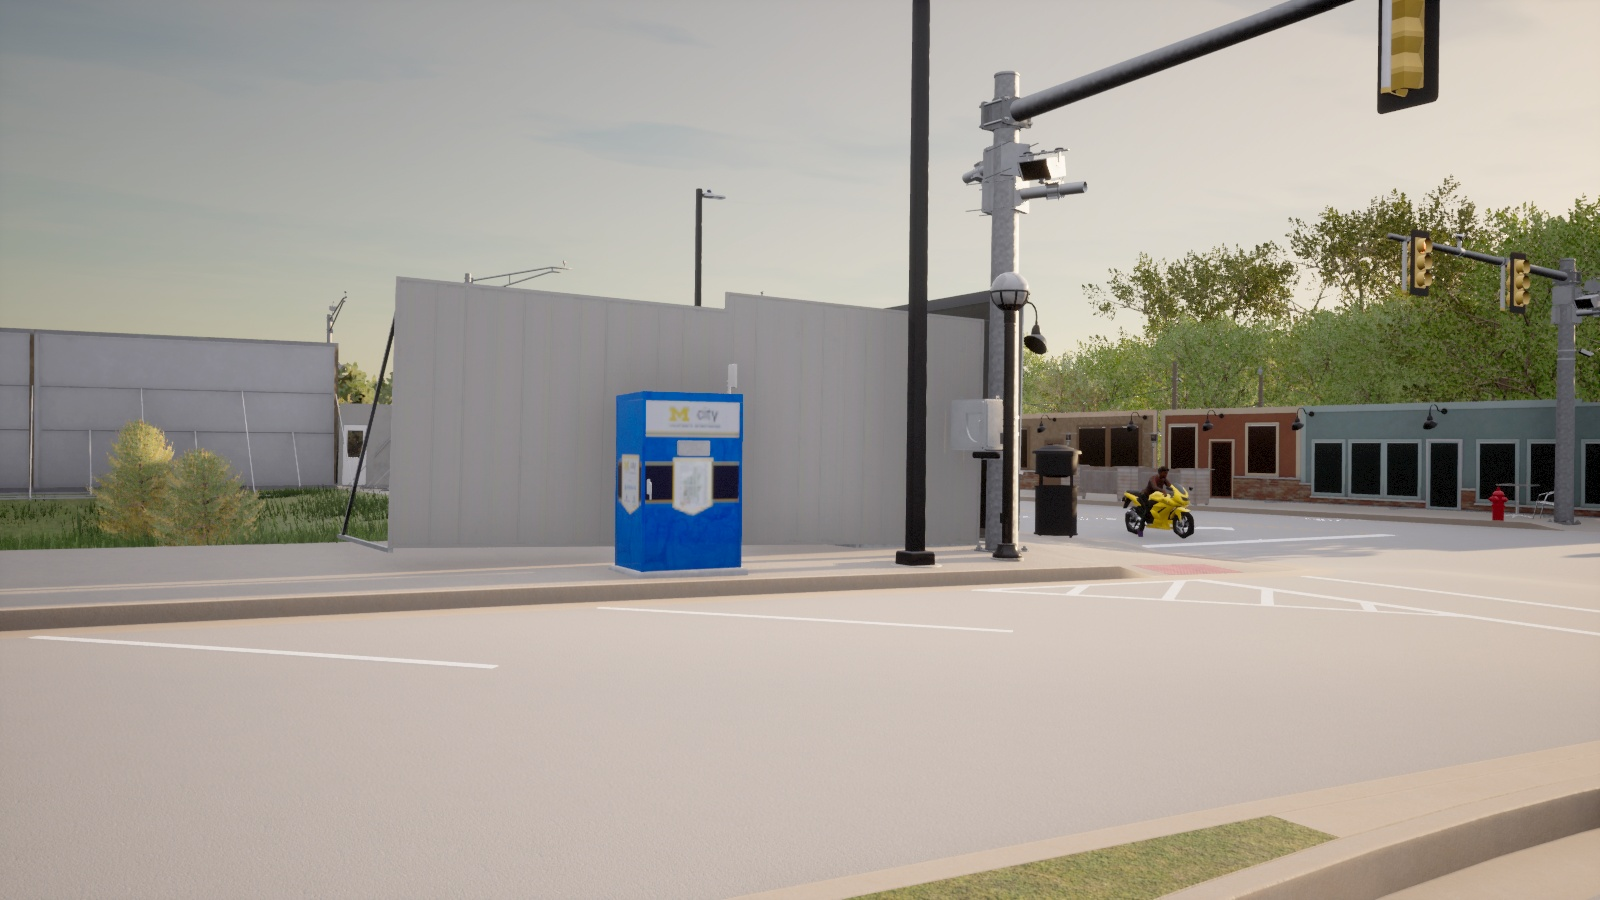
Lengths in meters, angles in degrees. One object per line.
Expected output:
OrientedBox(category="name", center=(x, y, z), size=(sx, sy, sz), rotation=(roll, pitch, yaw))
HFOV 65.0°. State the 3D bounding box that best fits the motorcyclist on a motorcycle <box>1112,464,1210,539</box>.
OrientedBox(category="motorcyclist on a motorcycle", center=(7.667, 1.065, 26.779), size=(0.797, 1.523, 2.044), rotation=(0, 0, -29))
